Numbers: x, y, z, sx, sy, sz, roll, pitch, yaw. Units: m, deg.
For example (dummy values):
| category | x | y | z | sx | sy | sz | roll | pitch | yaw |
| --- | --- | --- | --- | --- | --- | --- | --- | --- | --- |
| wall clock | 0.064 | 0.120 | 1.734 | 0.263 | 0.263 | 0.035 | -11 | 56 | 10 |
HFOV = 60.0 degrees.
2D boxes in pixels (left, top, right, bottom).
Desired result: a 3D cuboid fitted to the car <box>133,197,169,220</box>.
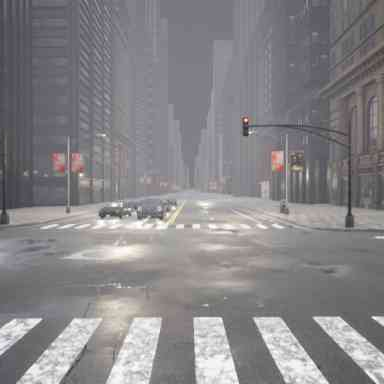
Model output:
| category | x | y | z | sx | sy | sz | roll | pitch | yaw |
| --- | --- | --- | --- | --- | --- | --- | --- | --- | --- |
| car | -3.340 | 1.336 | 28.109 | 2.097 | 1.767 | 4.553 | 0 | 0 | 0 |

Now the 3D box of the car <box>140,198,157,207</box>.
| category | x | y | z | sx | sy | sz | roll | pitch | yaw |
| --- | --- | --- | --- | --- | --- | --- | --- | --- | --- |
| car | -6.585 | 1.562 | 50.734 | 1.895 | 1.301 | 4.718 | 0 | 0 | 0 |

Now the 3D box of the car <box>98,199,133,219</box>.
| category | x | y | z | sx | sy | sz | roll | pitch | yaw |
| --- | --- | --- | --- | --- | --- | --- | --- | --- | --- |
| car | -6.564 | 1.531 | 29.366 | 2.033 | 1.411 | 5.357 | 0 | 0 | 4 |

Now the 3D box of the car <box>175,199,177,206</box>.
| category | x | y | z | sx | sy | sz | roll | pitch | yaw |
| --- | --- | --- | --- | --- | --- | --- | --- | --- | --- |
| car | -3.328 | 1.524 | 51.642 | 1.994 | 1.385 | 4.181 | 0 | 0 | 0 |

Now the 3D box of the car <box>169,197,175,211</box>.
| category | x | y | z | sx | sy | sz | roll | pitch | yaw |
| --- | --- | --- | --- | --- | --- | --- | --- | --- | --- |
| car | -3.338 | 1.523 | 37.608 | 2.033 | 1.411 | 5.357 | 0 | 0 | 0 |

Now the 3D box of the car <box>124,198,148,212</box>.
| category | x | y | z | sx | sy | sz | roll | pitch | yaw |
| --- | --- | --- | --- | --- | --- | --- | --- | --- | --- |
| car | -6.586 | 1.521 | 39.668 | 2.033 | 1.411 | 5.357 | 0 | 0 | 0 |
